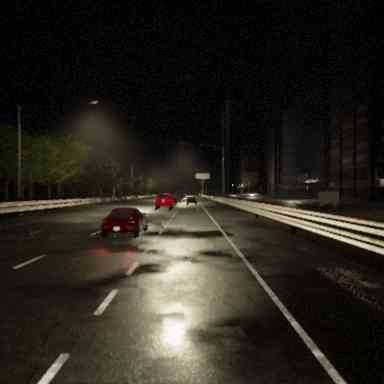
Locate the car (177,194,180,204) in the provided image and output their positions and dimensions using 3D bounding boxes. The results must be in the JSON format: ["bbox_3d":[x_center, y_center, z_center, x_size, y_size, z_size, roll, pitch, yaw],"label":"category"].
[{"bbox_3d":[-3.659,1.605,61.768,1.837,1.490,4.892,0,0,0],"label":"car"}]

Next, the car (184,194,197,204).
[{"bbox_3d":[-0.087,1.590,66.844,1.882,1.535,5.008,0,0,0],"label":"car"}]

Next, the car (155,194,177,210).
[{"bbox_3d":[-3.572,1.278,43.804,2.150,2.045,5.566,0,0,0],"label":"car"}]

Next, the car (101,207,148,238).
[{"bbox_3d":[-3.506,1.537,17.759,1.812,1.442,4.674,0,0,0],"label":"car"}]

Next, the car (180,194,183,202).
[{"bbox_3d":[-3.777,1.706,79.790,1.994,1.385,4.181,0,0,0],"label":"car"}]
